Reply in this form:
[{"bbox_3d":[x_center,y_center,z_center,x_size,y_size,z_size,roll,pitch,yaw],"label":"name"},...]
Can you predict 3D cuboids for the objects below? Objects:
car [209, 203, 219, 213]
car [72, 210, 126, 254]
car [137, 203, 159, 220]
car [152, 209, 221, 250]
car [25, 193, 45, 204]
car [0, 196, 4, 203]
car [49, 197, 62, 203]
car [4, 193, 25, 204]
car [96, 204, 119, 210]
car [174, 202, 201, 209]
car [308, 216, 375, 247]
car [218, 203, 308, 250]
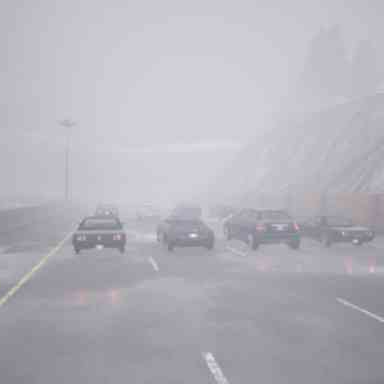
[{"bbox_3d":[2.942,1.770,31.087,1.837,1.490,4.892,1,0,-13],"label":"car"},{"bbox_3d":[-3.764,1.653,13.874,1.895,1.301,4.718,1,0,-13],"label":"car"},{"bbox_3d":[-3.883,1.689,29.534,1.812,1.442,4.674,1,0,-13],"label":"car"},{"bbox_3d":[-0.404,1.667,14.872,1.994,1.385,4.181,1,0,-13],"label":"car"},{"bbox_3d":[-30.241,1.300,64.781,2.150,2.045,5.566,1,0,-13],"label":"car"},{"bbox_3d":[-37.061,1.454,63.191,1.882,1.535,5.008,1,0,-13],"label":"car"},{"bbox_3d":[-26.847,1.664,65.617,2.033,1.411,5.357,1,0,-13],"label":"car"},{"bbox_3d":[-33.646,1.250,63.972,2.150,2.045,5.566,1,0,-13],"label":"car"},{"bbox_3d":[-7.231,1.714,28.468,1.895,1.301,4.718,1,0,-13],"label":"car"},{"bbox_3d":[-0.499,1.691,30.439,1.882,1.535,5.008,1,0,-13],"label":"car"},{"bbox_3d":[6.451,1.802,16.300,1.895,1.301,4.718,1,0,-13],"label":"car"},{"bbox_3d":[3.055,1.501,15.470,2.097,1.767,4.553,1,-1,-13],"label":"car"}]
